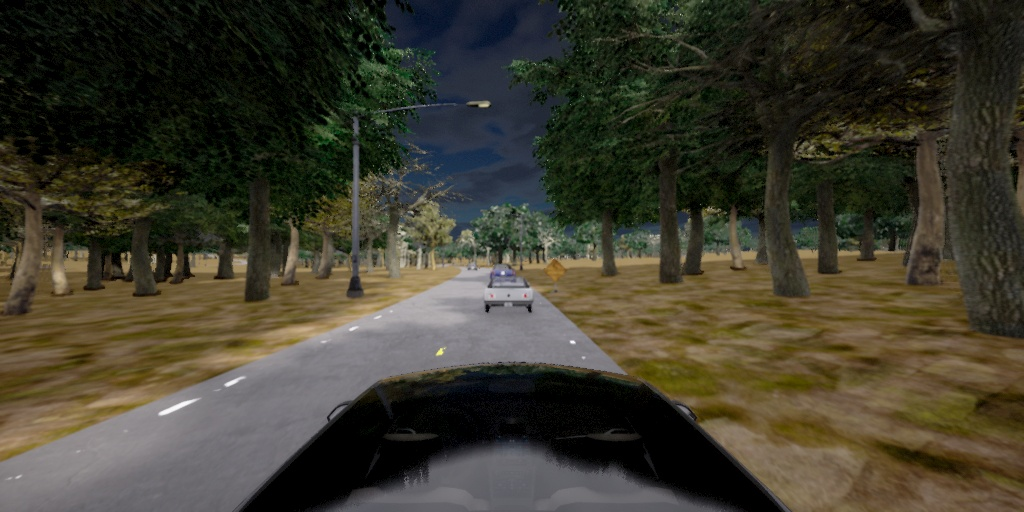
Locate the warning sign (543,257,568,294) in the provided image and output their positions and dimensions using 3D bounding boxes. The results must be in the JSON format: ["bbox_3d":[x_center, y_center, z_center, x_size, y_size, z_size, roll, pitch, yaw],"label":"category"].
[{"bbox_3d":[2.346,1.063,19.198,1.300,1.860,1.060,0,0,-2],"label":"warning sign"}]

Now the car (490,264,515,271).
[{"bbox_3d":[-0.817,1.423,30.411,2.097,1.767,4.553,0,-1,-3],"label":"car"}]

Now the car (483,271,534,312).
[{"bbox_3d":[-0.165,1.501,15.192,1.895,1.301,4.718,0,-1,-1],"label":"car"}]
